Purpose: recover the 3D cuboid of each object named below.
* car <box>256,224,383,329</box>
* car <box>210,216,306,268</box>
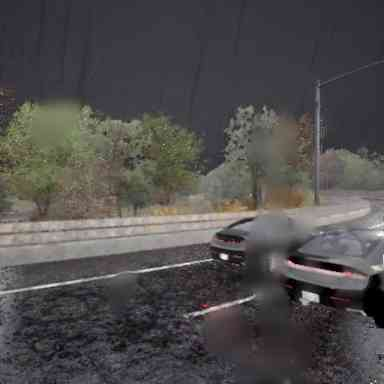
[{"bbox_3d":[3.815,1.523,7.008,4.902,1.511,2.128,1,0,-40],"label":"car"},{"bbox_3d":[2.737,1.533,10.644,4.892,1.490,1.837,0,0,-40],"label":"car"}]
